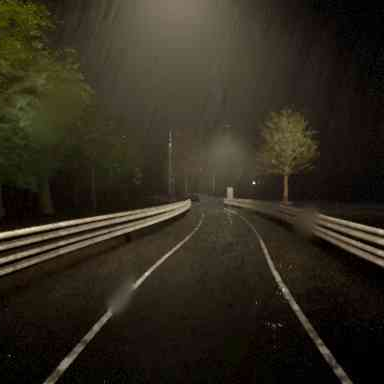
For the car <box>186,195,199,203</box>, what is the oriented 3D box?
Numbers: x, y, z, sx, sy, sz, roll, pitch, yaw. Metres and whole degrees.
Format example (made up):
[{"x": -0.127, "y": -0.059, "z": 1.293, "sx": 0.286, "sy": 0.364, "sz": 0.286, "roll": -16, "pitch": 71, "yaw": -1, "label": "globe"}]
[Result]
[{"x": 0.069, "y": 1.297, "z": 68.975, "sx": 2.097, "sy": 1.767, "sz": 4.553, "roll": 0, "pitch": 0, "yaw": -12, "label": "car"}]
